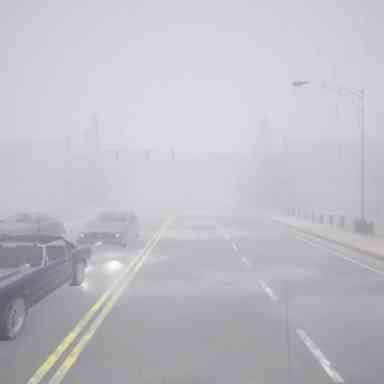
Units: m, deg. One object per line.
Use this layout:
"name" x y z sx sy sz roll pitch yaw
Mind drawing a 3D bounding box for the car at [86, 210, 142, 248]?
"car" -3.503 1.554 15.185 2.033 1.411 5.357 0 0 0

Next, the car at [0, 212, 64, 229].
"car" -7.012 1.571 14.119 1.994 1.385 4.181 0 0 0

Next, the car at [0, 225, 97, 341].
"car" -3.584 1.604 6.644 1.895 1.301 4.718 0 0 0
